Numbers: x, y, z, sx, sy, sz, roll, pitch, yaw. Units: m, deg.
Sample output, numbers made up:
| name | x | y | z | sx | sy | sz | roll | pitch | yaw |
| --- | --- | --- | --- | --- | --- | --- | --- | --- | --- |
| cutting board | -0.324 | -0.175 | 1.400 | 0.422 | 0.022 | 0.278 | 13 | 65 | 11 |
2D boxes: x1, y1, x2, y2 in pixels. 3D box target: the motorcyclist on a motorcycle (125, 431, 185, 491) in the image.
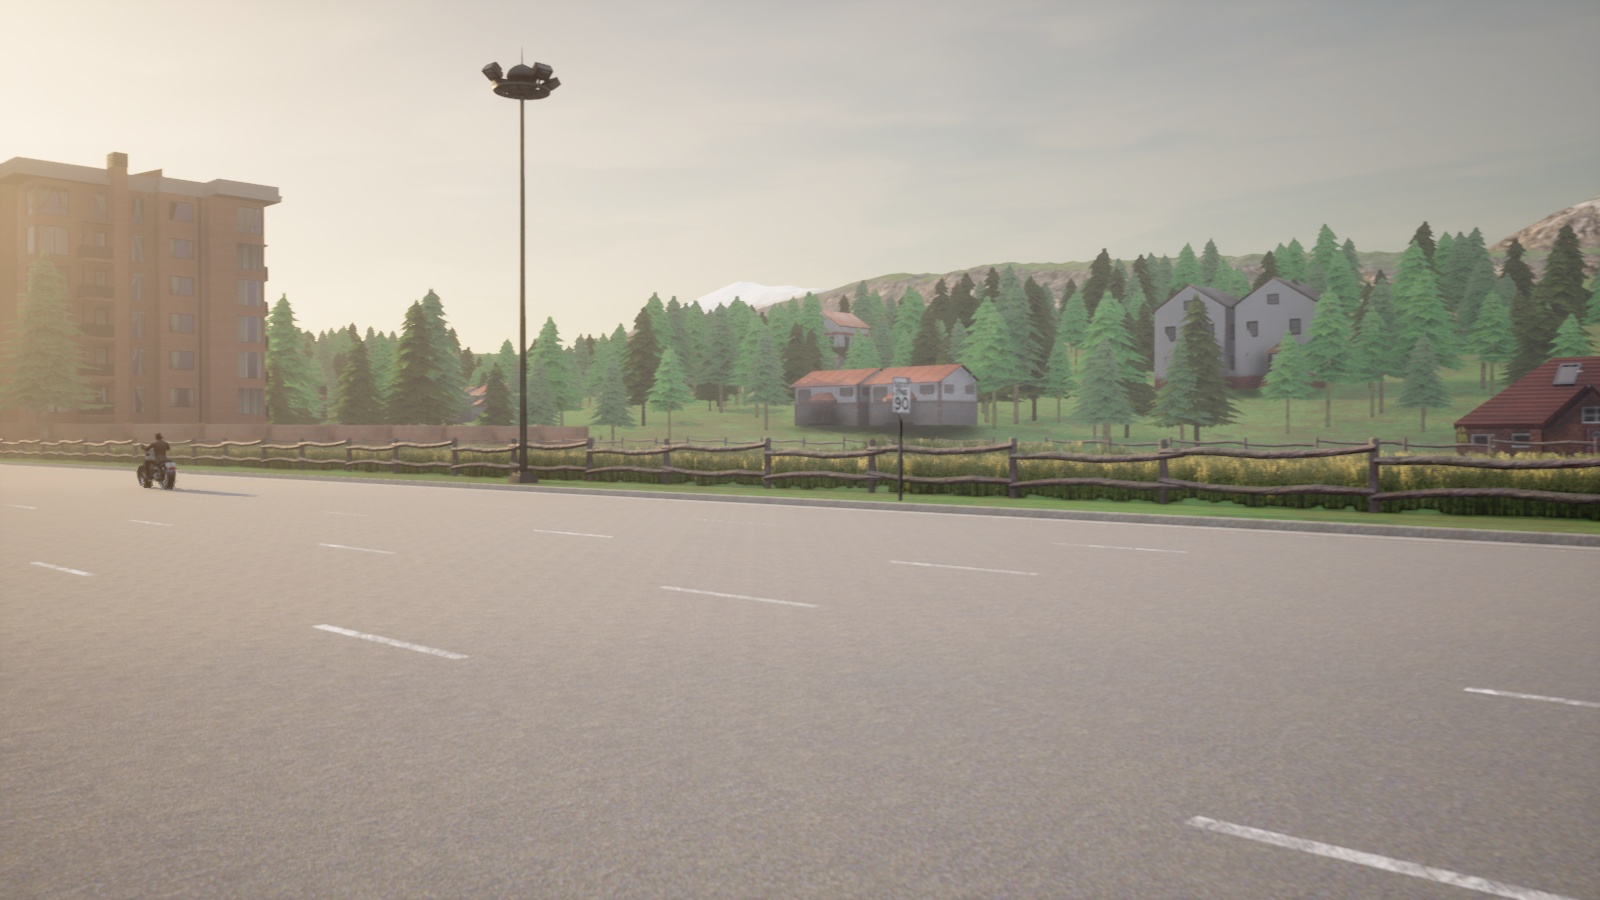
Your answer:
| name | x | y | z | sx | sy | sz | roll | pitch | yaw |
| --- | --- | --- | --- | --- | --- | --- | --- | --- | --- |
| motorcyclist on a motorcycle | -18.314 | 0.282 | 35.643 | 2.350 | 1.649 | 0.766 | 0 | 1 | 43 |

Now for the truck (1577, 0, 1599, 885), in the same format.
| name | x | y | z | sx | sy | sz | roll | pitch | yaw |
| --- | --- | --- | --- | --- | --- | --- | --- | --- | --- |
| truck | 6.500 | -0.256 | 2.542 | 7.936 | 3.462 | 2.891 | 1 | 1 | 43 |
